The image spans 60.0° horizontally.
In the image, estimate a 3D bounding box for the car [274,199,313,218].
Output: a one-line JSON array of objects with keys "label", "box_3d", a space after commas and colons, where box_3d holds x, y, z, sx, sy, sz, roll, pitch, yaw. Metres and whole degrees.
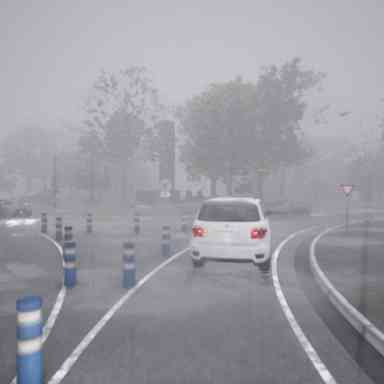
[{"label": "car", "box_3d": [7.928, 1.246, 26.861, 4.181, 1.385, 1.994, -1, 2, -39]}]

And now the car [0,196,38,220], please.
[{"label": "car", "box_3d": [-14.045, 1.276, 25.269, 4.181, 1.385, 1.994, 1, 1, 34]}]

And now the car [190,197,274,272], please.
[{"label": "car", "box_3d": [1.439, 1.164, 10.893, 2.150, 2.045, 5.566, 0, 1, 12]}]

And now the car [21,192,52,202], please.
[{"label": "car", "box_3d": [-22.484, 0.769, 47.628, 1.882, 1.535, 5.008, 0, 1, 22]}]
